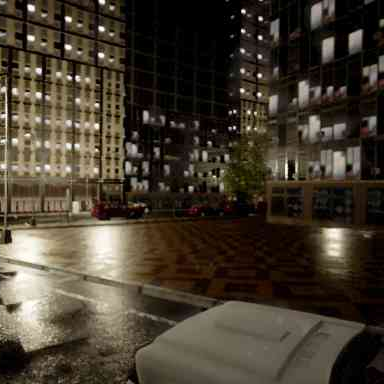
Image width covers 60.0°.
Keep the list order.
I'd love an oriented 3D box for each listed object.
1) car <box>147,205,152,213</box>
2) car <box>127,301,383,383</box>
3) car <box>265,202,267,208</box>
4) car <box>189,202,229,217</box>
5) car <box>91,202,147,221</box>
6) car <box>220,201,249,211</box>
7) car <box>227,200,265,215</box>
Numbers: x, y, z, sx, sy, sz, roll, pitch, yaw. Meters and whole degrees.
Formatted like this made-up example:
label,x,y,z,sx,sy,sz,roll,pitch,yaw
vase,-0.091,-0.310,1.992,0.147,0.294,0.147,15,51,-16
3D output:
label,x,y,z,sx,sy,sz,roll,pitch,yaw
car,-7.318,2.064,42.933,4.403,1.369,2.008,0,1,-34
car,1.742,1.600,2.444,4.718,1.301,1.895,-1,0,36
car,11.399,2.191,55.735,4.206,1.307,1.802,0,1,-34
car,1.810,2.205,39.629,4.507,1.381,1.887,0,1,-34
car,-7.545,1.928,33.226,5.009,1.841,2.192,0,1,-34
car,6.720,2.151,52.535,4.313,1.339,1.947,0,1,-34
car,6.492,1.999,42.827,5.009,1.841,2.192,0,1,-34
